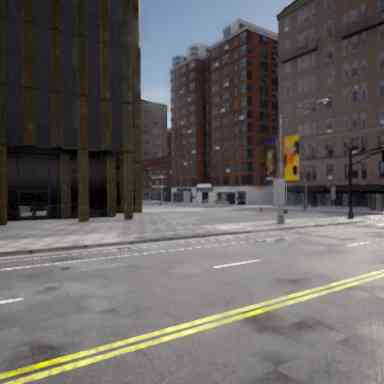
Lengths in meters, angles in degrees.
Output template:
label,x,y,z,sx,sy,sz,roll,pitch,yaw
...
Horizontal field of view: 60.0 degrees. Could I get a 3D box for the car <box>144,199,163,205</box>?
label,x,y,z,sx,sy,sz,roll,pitch,yaw
car,-7.649,1.964,65.746,1.895,1.301,4.718,-1,0,-35
